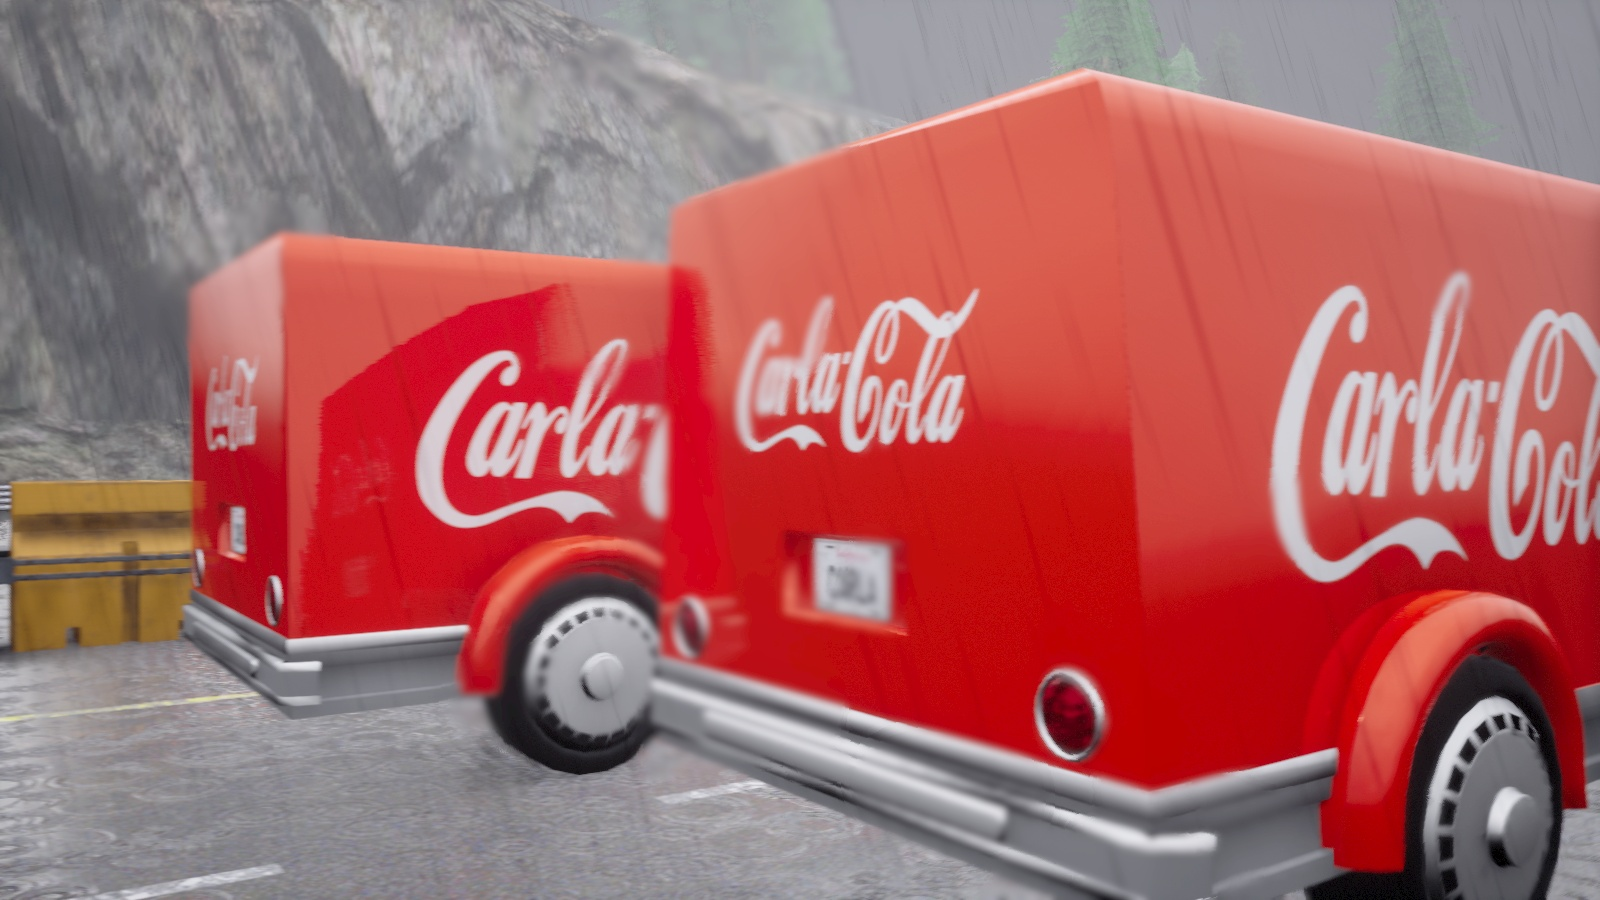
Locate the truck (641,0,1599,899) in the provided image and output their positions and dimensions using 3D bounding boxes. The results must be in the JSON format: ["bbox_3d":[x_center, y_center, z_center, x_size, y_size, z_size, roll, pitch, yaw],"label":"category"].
[{"bbox_3d":[2.283,0.269,5.232,5.204,2.467,2.627,0,0,-35],"label":"truck"}]

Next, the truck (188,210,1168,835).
[{"bbox_3d":[-0.576,0.281,7.514,5.204,2.467,2.627,0,0,-35],"label":"truck"}]
